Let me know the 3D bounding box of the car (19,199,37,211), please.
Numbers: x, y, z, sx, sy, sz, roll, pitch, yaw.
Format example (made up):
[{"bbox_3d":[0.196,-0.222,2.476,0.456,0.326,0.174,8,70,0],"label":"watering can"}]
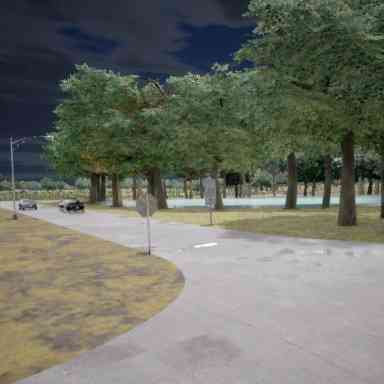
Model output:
[{"bbox_3d":[-23.139,1.746,46.813,1.837,1.490,4.892,-3,1,-35],"label":"car"}]

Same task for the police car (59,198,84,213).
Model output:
[{"bbox_3d":[-14.120,1.500,38.748,1.930,1.638,5.238,-3,1,-35],"label":"police car"}]
